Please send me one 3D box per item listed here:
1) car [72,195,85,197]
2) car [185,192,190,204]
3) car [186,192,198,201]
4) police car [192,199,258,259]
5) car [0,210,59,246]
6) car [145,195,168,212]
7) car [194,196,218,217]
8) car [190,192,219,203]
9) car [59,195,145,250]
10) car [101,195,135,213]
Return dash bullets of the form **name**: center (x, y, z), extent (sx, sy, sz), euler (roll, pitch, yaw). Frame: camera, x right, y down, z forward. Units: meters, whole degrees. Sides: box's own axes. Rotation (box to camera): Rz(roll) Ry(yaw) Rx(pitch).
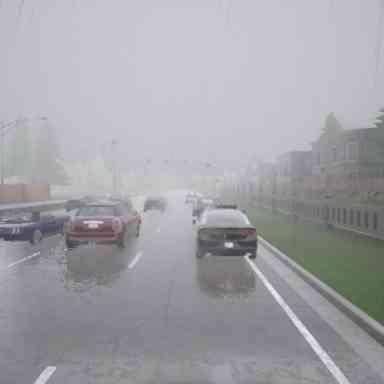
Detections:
- **car**: center (-10.389, 1.080, 31.491), extent (1.837, 1.490, 4.892), euler (0, 1, 0)
- **car**: center (0.026, 0.982, 45.990), extent (1.895, 1.301, 4.718), euler (0, 1, 0)
- **car**: center (0.022, 0.745, 59.762), extent (2.033, 1.411, 5.357), euler (0, 1, 0)
- **police car**: center (1.055, 1.262, 12.017), extent (1.930, 1.638, 5.238), euler (0, 1, 0)
- **car**: center (-6.895, 1.408, 14.238), extent (1.895, 1.301, 4.718), euler (0, 1, 0)
- **car**: center (-3.388, 1.080, 31.507), extent (1.837, 1.490, 4.892), euler (0, 1, 0)
- **car**: center (1.061, 1.150, 27.907), extent (1.812, 1.442, 4.674), euler (0, 1, 0)
- **car**: center (1.058, 1.056, 21.875), extent (2.097, 1.767, 4.553), euler (0, 1, 0)
- **car**: center (-3.395, 1.168, 13.580), extent (2.097, 1.767, 4.553), euler (0, 1, 0)
- **car**: center (-6.889, 1.069, 31.392), extent (2.128, 1.511, 4.902), euler (0, 1, 0)
